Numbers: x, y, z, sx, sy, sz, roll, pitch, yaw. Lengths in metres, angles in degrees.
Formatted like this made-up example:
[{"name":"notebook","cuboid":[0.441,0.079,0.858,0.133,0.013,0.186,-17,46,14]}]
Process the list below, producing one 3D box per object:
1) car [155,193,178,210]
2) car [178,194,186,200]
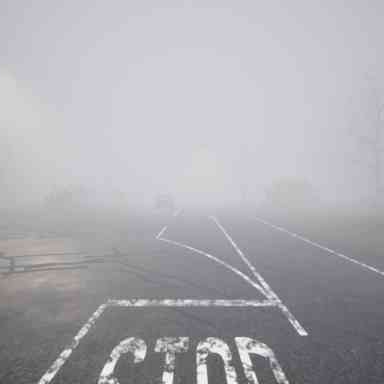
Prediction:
[{"name":"car","cuboid":[-3.361,1.184,42.039,2.150,2.045,5.566,0,0,0]},{"name":"car","cuboid":[-2.776,1.219,84.321,2.097,1.767,4.553,0,0,5]}]
